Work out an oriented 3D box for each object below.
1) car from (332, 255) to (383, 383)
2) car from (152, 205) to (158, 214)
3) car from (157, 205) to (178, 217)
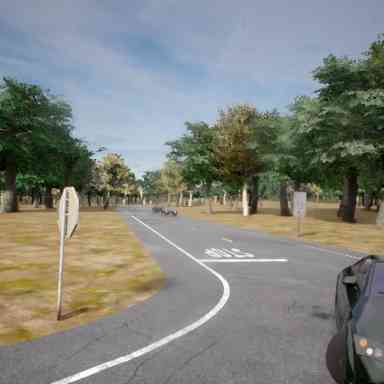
[{"bbox_3d":[3.110,1.643,4.624,1.994,1.385,4.181,1,-1,22],"label":"car"},{"bbox_3d":[-5.662,2.962,56.886,1.882,1.535,5.008,3,-2,-14],"label":"car"},{"bbox_3d":[-3.418,2.851,48.036,1.895,1.301,4.718,3,-2,-13],"label":"car"}]
